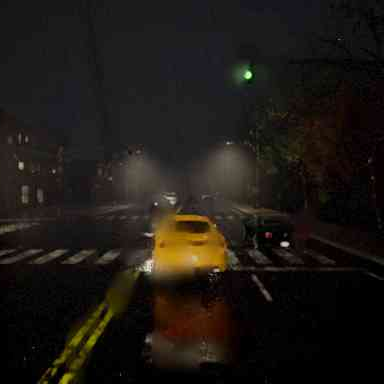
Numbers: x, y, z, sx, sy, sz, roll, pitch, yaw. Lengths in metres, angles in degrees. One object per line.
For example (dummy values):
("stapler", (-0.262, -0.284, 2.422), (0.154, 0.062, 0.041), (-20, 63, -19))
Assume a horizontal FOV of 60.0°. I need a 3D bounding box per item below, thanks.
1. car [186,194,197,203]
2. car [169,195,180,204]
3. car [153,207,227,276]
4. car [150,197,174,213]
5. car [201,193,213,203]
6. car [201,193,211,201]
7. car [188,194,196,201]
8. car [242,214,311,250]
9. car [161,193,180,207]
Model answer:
("car", (-0.008, 1.392, 66.250), (1.837, 1.490, 4.892), (0, 0, 0))
("car", (-3.290, 1.395, 63.029), (1.837, 1.490, 4.892), (0, 1, 1))
("car", (-0.199, 1.462, 10.399), (1.882, 1.535, 5.008), (0, 0, -5))
("car", (-3.341, 1.505, 36.309), (1.994, 1.385, 4.181), (0, 0, 0))
("car", (3.242, 1.380, 66.249), (2.128, 1.511, 4.902), (0, 0, 0))
("car", (3.241, 1.056, 76.639), (2.097, 1.767, 4.553), (0, 0, 0))
("car", (-0.009, 1.179, 76.668), (1.882, 1.535, 5.008), (0, 0, 0))
("car", (3.349, 1.579, 14.188), (1.895, 1.301, 4.718), (0, 0, 0))
("car", (-3.317, 1.137, 49.123), (2.150, 2.045, 5.566), (0, 1, 2))
